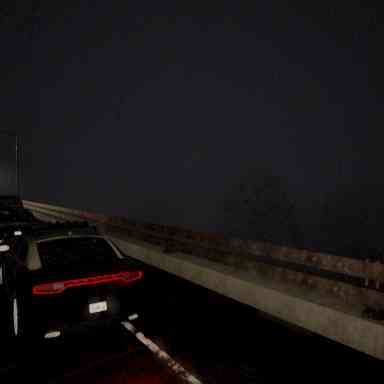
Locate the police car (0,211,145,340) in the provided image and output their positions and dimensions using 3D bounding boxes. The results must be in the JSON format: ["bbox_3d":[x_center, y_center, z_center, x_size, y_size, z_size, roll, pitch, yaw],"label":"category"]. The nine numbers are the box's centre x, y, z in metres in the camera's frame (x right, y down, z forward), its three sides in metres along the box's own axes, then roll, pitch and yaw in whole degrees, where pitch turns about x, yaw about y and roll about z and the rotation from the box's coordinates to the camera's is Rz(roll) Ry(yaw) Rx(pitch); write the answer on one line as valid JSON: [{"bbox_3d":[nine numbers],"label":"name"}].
[{"bbox_3d":[-2.748,1.423,6.857,1.930,1.638,5.238,0,0,-33],"label":"police car"}]

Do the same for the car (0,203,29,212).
[{"bbox_3d":[-8.190,1.470,15.114,1.882,1.535,5.008,0,0,-33],"label":"car"}]

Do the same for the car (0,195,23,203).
[{"bbox_3d":[-11.508,1.212,20.149,2.150,2.045,5.566,0,0,-33],"label":"car"}]
